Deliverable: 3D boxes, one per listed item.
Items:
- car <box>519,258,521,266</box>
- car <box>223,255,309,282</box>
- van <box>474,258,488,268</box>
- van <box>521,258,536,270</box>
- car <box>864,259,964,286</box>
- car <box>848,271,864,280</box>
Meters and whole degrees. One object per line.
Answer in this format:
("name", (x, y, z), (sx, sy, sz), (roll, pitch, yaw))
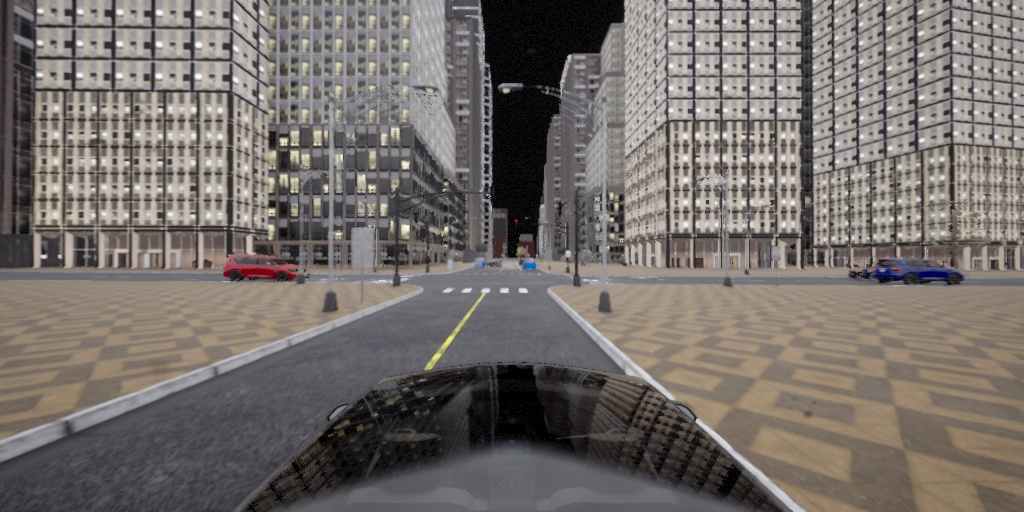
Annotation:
("car", (2.605, 1.446, 58.549), (1.888, 1.381, 4.507), (0, 0, 0))
("car", (-18.211, 0.989, 26.666), (5.566, 2.045, 2.150), (2, 0, -1))
("van", (-5.778, 1.256, 64.115), (1.690, 1.789, 3.998), (0, 0, 0))
("van", (2.675, 1.227, 53.010), (1.690, 1.789, 3.998), (0, 0, 0))
("car", (31.211, 1.230, 27.709), (5.566, 2.045, 2.150), (0, 0, -1))
("car", (35.221, 1.697, 34.399), (4.718, 1.301, 1.895), (0, 0, -1))
